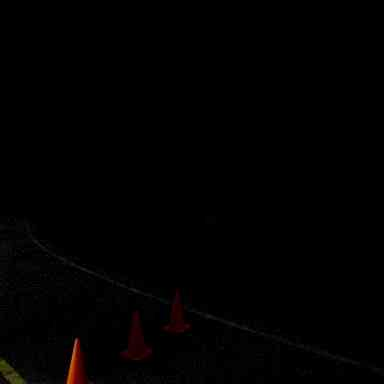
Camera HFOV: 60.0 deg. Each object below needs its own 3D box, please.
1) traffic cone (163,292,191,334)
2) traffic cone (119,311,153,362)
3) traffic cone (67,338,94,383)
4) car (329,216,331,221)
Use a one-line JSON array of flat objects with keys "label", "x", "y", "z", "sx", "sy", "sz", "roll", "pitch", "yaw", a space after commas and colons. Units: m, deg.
[{"label": "traffic cone", "x": -0.245, "y": 1.931, "z": 5.441, "sx": 0.340, "sy": 0.580, "sz": 0.340, "roll": 1, "pitch": 1, "yaw": 31}, {"label": "traffic cone", "x": -0.764, "y": 1.938, "z": 4.590, "sx": 0.340, "sy": 0.580, "sz": 0.340, "roll": 1, "pitch": 1, "yaw": 31}, {"label": "traffic cone", "x": -1.284, "y": 1.945, "z": 3.740, "sx": 0.340, "sy": 0.580, "sz": 0.340, "roll": 1, "pitch": 1, "yaw": 31}, {"label": "car", "x": 35.609, "y": 6.632, "z": 82.738, "sx": 1.851, "sy": 1.617, "sz": 3.988, "roll": -4, "pitch": -3, "yaw": 4}]
